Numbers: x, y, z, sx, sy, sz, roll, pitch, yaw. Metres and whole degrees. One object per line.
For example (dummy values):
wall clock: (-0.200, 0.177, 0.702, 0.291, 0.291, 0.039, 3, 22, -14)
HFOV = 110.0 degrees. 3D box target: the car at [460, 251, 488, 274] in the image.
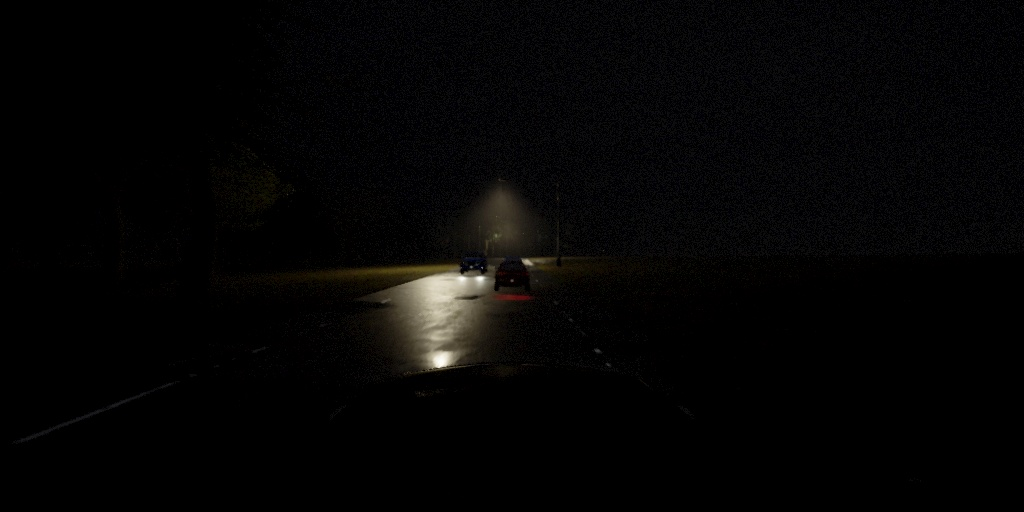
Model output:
car: (-3.508, 0.564, 33.796, 2.150, 2.045, 5.566, 0, 1, 0)

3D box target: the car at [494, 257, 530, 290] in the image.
car: (0.018, 1.034, 20.486, 1.882, 1.535, 5.008, 0, 1, 0)
